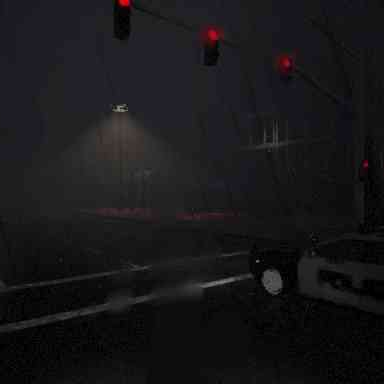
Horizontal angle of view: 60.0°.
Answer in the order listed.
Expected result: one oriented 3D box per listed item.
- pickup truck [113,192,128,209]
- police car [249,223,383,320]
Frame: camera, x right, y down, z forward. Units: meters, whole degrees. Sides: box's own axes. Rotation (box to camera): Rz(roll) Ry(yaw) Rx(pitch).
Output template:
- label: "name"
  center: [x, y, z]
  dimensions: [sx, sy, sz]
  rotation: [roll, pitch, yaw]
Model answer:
- label: "pickup truck"
  center: [-8.918, 1.057, 43.739]
  dimensions: [2.390, 2.098, 6.274]
  rotation: [0, 0, -7]
- label: "police car"
  center: [3.338, 1.425, 6.378]
  dimensions: [1.930, 1.638, 5.238]
  rotation: [0, 0, -38]
